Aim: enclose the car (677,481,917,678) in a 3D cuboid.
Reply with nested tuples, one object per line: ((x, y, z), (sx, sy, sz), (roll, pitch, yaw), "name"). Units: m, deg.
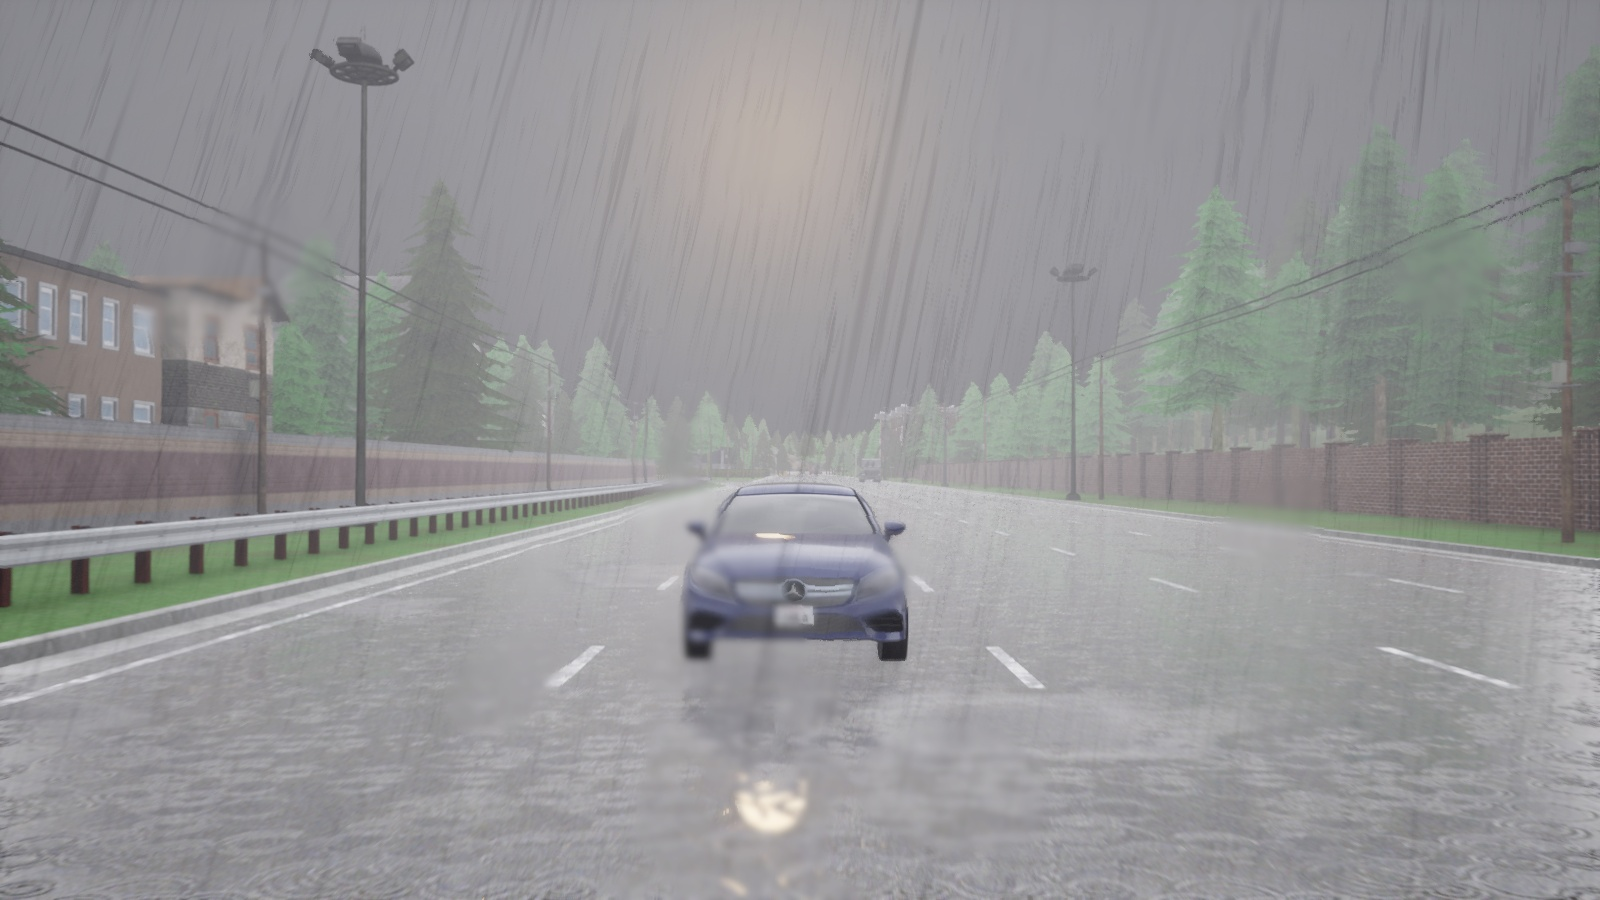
((-0.028, 1.040, 11.873), (1.812, 1.442, 4.674), (0, -1, 0), "car")
